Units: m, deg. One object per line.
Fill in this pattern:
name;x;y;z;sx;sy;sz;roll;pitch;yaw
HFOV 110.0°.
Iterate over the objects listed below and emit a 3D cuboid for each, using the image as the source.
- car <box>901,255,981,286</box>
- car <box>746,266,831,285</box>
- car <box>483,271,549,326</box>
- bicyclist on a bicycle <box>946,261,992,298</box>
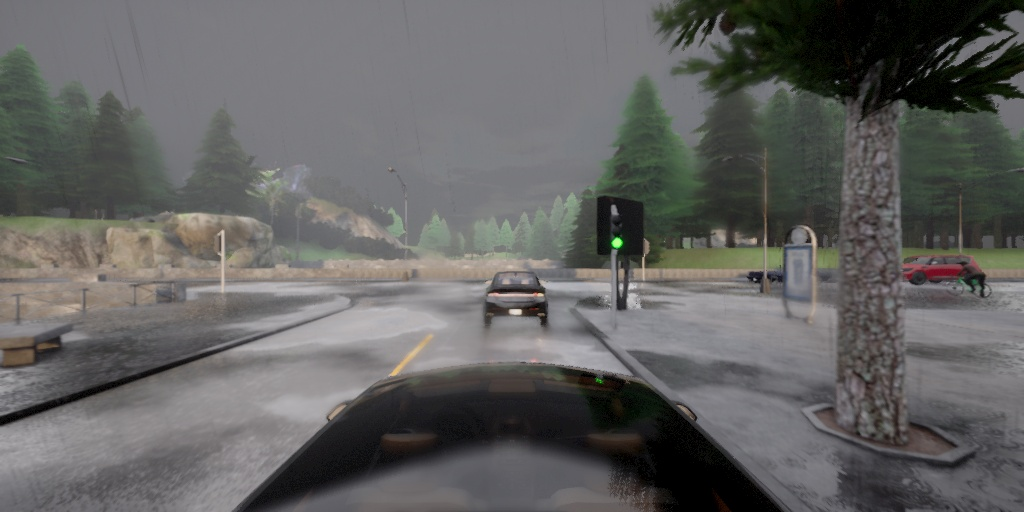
car;28.852;0.946;24.896;5.566;2.045;2.150;0;0;0
car;19.056;1.327;24.908;4.718;1.301;1.895;0;0;0
car;0.129;1.232;11.678;2.128;1.511;4.902;0;0;1
bicyclist on a bicycle;20.983;1.078;16.503;0.582;1.620;1.656;-1;0;0
